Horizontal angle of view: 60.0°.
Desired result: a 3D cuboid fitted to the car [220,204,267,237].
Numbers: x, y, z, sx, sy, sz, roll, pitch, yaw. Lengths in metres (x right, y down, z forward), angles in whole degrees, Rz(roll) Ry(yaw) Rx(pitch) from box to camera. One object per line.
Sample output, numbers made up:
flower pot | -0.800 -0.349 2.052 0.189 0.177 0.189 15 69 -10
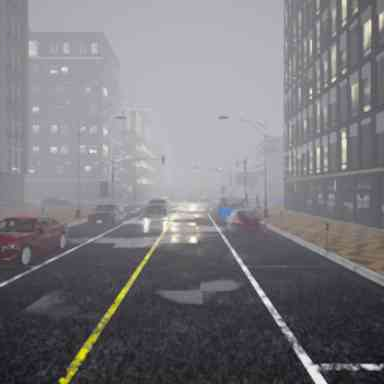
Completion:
car | 2.665 1.478 16.874 1.802 1.307 4.206 0 0 0

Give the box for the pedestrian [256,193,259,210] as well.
pedestrian | 7.145 1.060 36.651 0.375 1.860 0.375 0 0 0

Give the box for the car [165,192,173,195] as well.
car | -5.669 1.125 72.719 1.752 1.417 4.829 0 0 0

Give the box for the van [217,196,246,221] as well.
van | 2.668 1.204 22.562 1.690 1.788 3.998 0 0 0

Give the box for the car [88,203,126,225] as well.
car | -5.680 1.429 22.591 1.947 1.339 4.313 0 0 0

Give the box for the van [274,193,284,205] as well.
van | 14.914 1.109 51.830 3.998 1.788 1.690 0 0 0

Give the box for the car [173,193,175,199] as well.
car | -5.665 0.863 83.967 2.192 1.841 5.009 0 0 0

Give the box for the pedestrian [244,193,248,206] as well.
pedestrian | 6.145 0.915 37.851 0.375 1.860 0.375 0 0 0

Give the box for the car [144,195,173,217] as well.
car | -3.049 1.298 29.804 1.882 1.535 5.008 0 0 0

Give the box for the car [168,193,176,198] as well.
car | -5.663 1.052 95.046 2.008 1.369 4.403 0 0 0

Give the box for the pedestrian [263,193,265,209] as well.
pedestrian | 8.146 1.026 37.250 0.375 1.860 0.375 0 0 0

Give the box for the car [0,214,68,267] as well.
car | -5.683 1.475 11.214 1.887 1.381 4.507 0 0 0

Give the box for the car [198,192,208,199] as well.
car | 2.716 0.863 83.966 2.192 1.841 5.009 0 0 0

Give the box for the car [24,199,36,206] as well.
car | -22.946 1.203 43.367 4.829 1.417 1.752 0 0 0

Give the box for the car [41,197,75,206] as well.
car | -17.454 1.270 43.379 4.206 1.307 1.802 0 0 0

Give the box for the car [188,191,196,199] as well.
car | 0.024 0.873 90.790 2.097 1.767 4.553 0 0 0

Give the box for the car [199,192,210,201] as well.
car | 2.711 1.150 67.519 1.752 1.417 4.829 0 0 0
